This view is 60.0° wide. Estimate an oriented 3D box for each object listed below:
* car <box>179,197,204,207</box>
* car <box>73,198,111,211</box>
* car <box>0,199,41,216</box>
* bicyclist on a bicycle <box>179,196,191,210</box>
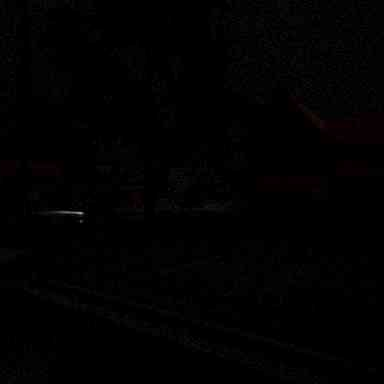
[{"bbox_3d":[-0.065,1.488,51.375,1.882,1.535,5.008,0,0,34],"label":"car"},{"bbox_3d":[-12.020,1.517,40.292,1.837,1.490,4.892,0,0,34],"label":"car"},{"bbox_3d":[-17.308,1.517,32.502,1.837,1.490,4.892,0,0,34],"label":"car"},{"bbox_3d":[-0.774,1.232,38.224,1.656,1.620,0.582,0,0,34],"label":"bicyclist on a bicycle"}]
